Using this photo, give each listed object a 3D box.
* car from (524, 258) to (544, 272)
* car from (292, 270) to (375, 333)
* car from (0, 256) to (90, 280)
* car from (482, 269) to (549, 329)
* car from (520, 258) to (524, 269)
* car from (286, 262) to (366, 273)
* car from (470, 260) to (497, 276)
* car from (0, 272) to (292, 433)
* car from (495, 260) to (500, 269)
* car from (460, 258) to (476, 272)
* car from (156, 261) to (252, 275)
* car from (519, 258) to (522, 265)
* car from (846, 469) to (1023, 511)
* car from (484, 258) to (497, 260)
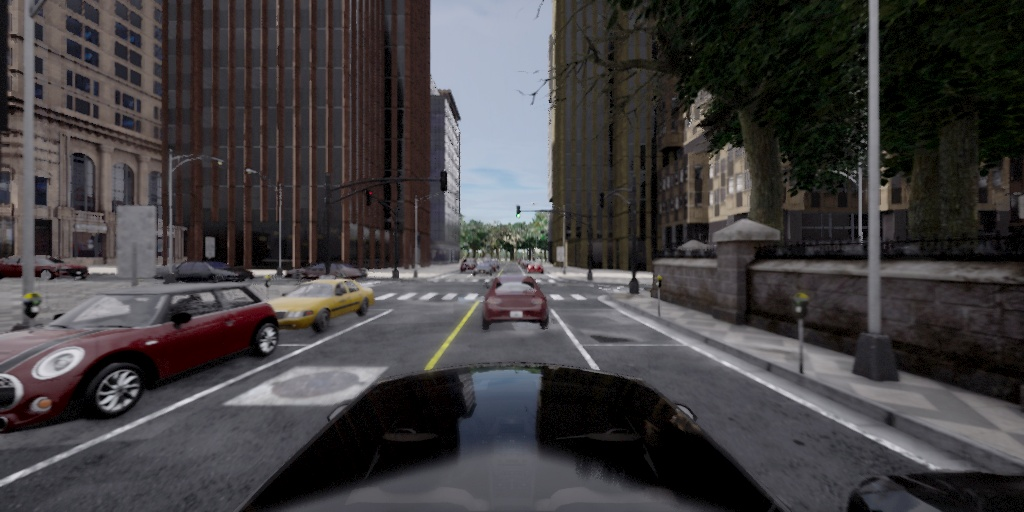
[{"bbox_3d":[2.760,1.328,43.086,1.967,1.591,4.097,0,0,0],"label":"car"},{"bbox_3d":[-5.763,1.305,10.946,1.751,1.417,4.829,0,0,0],"label":"car"},{"bbox_3d":[-29.724,0.742,22.558,5.008,1.535,1.882,1,0,0],"label":"car"},{"bbox_3d":[0.045,1.306,11.262,1.812,1.442,4.674,0,0,-2],"label":"car"},{"bbox_3d":[2.759,1.497,59.398,2.007,1.370,4.403,0,0,0],"label":"car"},{"bbox_3d":[-13.403,1.138,26.060,5.357,1.411,2.033,1,0,-3],"label":"car"},{"bbox_3d":[-3.087,1.438,39.088,1.994,1.385,4.181,0,0,1],"label":"car"},{"bbox_3d":[-5.763,1.202,5.659,1.967,1.591,4.097,0,0,0],"label":"car"},{"bbox_3d":[-3.081,1.510,49.082,1.895,1.301,4.718,0,0,0],"label":"car"},{"bbox_3d":[-5.766,1.222,48.523,2.192,1.841,5.009,0,0,0],"label":"car"},{"bbox_3d":[-19.316,1.013,22.575,5.357,1.411,2.033,1,0,0],"label":"car"},{"bbox_3d":[2.759,1.512,64.836,1.888,1.381,4.507,0,0,0],"label":"car"},{"bbox_3d":[2.762,1.311,0.204,1.948,1.339,4.313,0,0,0],"label":"car"},{"bbox_3d":[-3.008,1.438,59.465,2.128,1.511,4.902,0,0,0],"label":"car"}]
